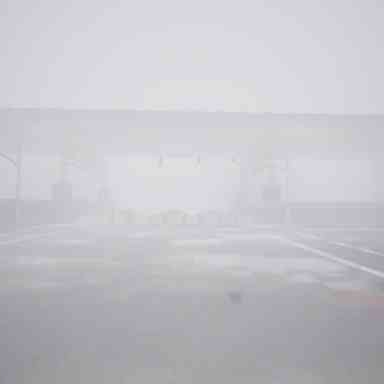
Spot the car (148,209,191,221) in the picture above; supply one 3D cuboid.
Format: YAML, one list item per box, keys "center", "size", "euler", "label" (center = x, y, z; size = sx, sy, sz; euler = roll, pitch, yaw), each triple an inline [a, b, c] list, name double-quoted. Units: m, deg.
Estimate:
- center: [-2.545, 2.556, 37.497]
  size: [4.536, 1.218, 1.853]
  euler: [2, -3, -36]
  label: "car"

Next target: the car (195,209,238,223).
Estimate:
- center: [2.782, 2.774, 38.232]
  size: [4.974, 1.542, 2.038]
  euler: [-1, -2, 29]
  label: "car"

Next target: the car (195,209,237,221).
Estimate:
- center: [2.737, 2.617, 38.262]
  size: [4.536, 1.218, 1.853]
  euler: [-1, -2, 29]
  label: "car"

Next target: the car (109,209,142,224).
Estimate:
- center: [-7.195, 2.683, 37.464]
  size: [4.974, 1.542, 2.038]
  euler: [-2, -3, 44]
  label: "car"

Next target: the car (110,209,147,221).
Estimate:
- center: [-7.232, 2.527, 37.506]
  size: [4.536, 1.218, 1.853]
  euler: [-2, -3, 44]
  label: "car"

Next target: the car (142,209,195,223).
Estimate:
- center: [-2.587, 2.712, 37.460]
  size: [4.974, 1.542, 2.038]
  euler: [2, -3, -36]
  label: "car"
